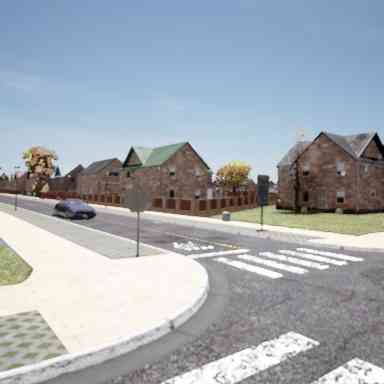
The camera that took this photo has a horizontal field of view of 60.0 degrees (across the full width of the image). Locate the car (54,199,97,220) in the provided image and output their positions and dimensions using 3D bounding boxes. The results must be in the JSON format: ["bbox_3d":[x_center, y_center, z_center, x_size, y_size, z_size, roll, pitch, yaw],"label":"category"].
[{"bbox_3d":[-8.938,1.238,25.118,2.033,1.411,5.357,2,0,-36],"label":"car"}]
